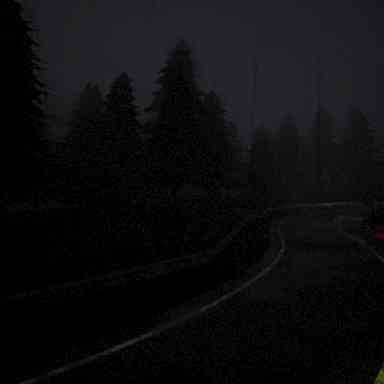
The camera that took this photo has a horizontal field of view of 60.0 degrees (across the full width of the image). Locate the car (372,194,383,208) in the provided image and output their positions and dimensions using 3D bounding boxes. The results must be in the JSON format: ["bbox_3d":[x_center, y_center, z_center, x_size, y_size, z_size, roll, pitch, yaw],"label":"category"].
[{"bbox_3d":[22.850,0.945,37.658,5.008,1.535,1.882,-1,-1,-27],"label":"car"}]

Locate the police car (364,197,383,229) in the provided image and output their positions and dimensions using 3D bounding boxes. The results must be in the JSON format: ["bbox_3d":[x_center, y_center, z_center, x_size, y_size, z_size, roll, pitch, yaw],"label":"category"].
[{"bbox_3d":[11.282,1.192,19.445,1.930,1.638,5.238,1,2,22],"label":"police car"}]
